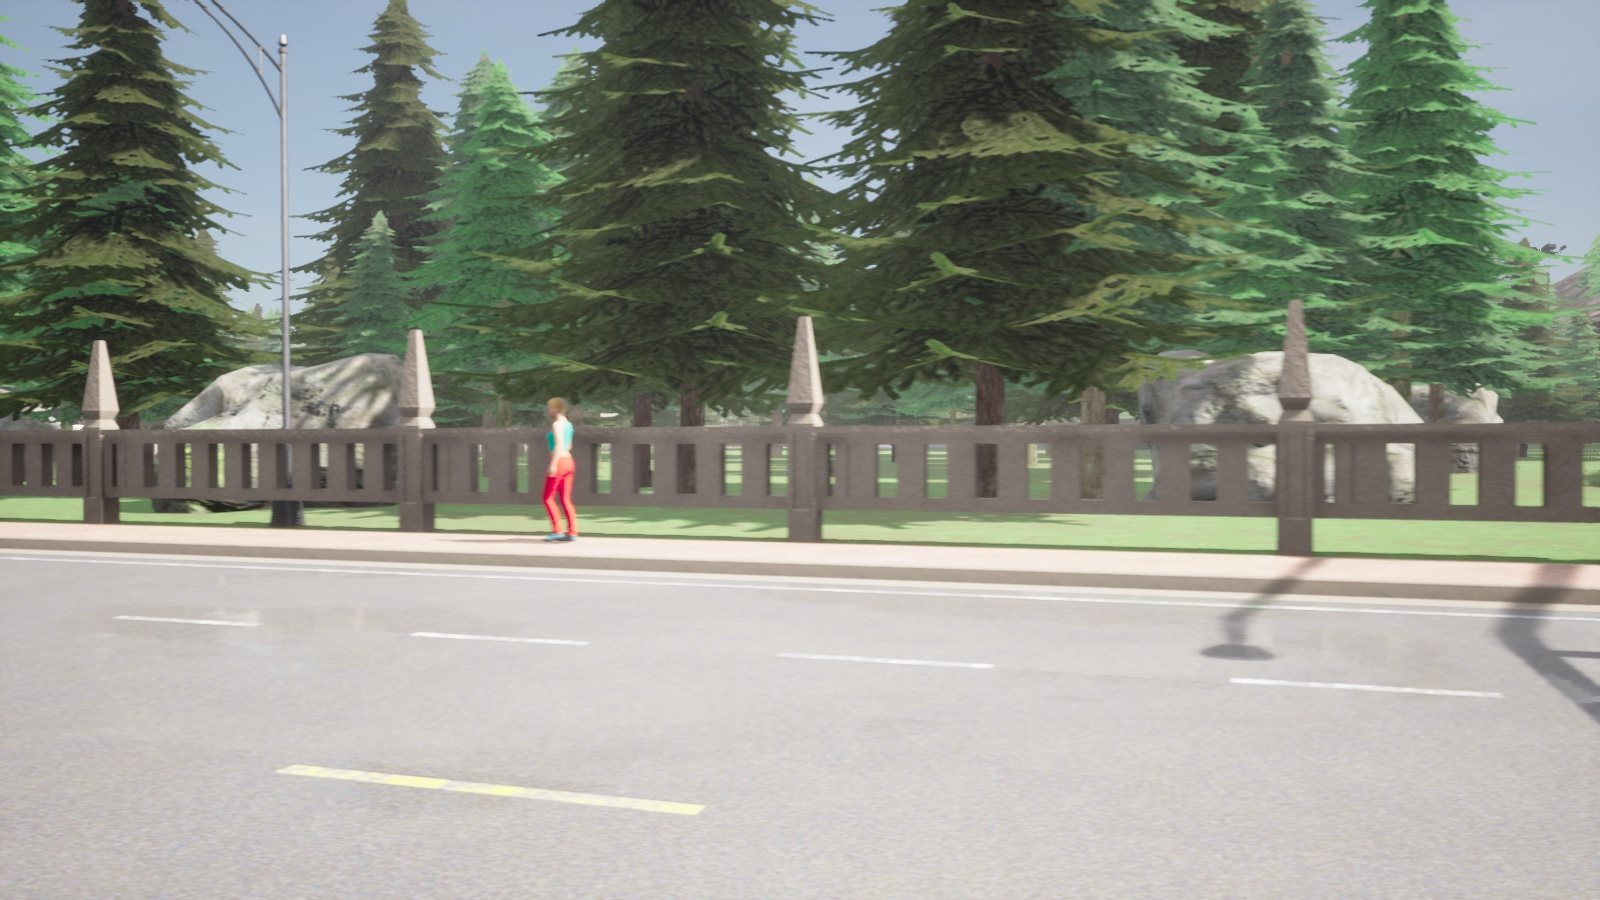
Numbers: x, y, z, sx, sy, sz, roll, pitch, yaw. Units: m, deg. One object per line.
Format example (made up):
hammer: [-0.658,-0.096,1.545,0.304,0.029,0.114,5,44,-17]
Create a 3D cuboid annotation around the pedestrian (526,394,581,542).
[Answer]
pedestrian: [-3.116,0.219,15.891,0.594,1.836,0.345,1,1,19]
